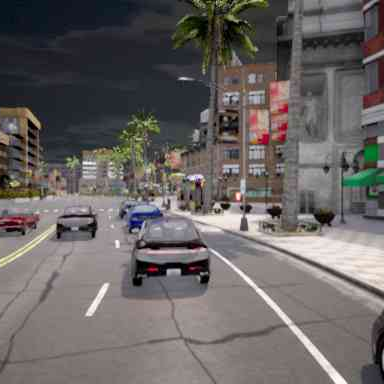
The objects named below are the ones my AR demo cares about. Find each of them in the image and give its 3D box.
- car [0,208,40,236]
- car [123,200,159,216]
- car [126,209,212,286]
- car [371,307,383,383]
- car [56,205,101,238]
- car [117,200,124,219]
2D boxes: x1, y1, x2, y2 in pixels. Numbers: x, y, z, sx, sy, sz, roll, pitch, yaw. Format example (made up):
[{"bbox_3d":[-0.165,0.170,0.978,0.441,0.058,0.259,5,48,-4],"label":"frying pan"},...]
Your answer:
[{"bbox_3d":[-9.674,1.560,18.139,1.895,1.301,4.718,0,0,-15],"label":"car"},{"bbox_3d":[-2.833,1.425,19.542,1.882,1.535,5.008,0,0,-14],"label":"car"},{"bbox_3d":[-0.684,1.466,9.375,2.128,1.511,4.902,0,0,-7],"label":"car"},{"bbox_3d":[3.037,1.497,2.020,1.837,1.490,4.892,0,0,0],"label":"car"},{"bbox_3d":[-5.916,1.445,17.519,2.128,1.511,4.902,0,0,-14],"label":"car"},{"bbox_3d":[-5.333,1.428,28.756,1.837,1.490,4.892,0,0,-15],"label":"car"}]
